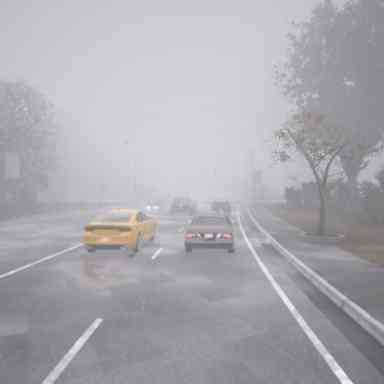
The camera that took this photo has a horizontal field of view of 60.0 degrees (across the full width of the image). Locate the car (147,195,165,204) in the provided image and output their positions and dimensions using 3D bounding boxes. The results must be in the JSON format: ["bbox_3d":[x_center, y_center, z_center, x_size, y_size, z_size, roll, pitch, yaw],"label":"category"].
[{"bbox_3d":[-5.399,1.196,50.299,2.128,1.511,4.902,0,0,8],"label":"car"}]

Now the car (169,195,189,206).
[{"bbox_3d":[-1.897,1.207,50.054,2.128,1.511,4.902,0,0,8],"label":"car"}]

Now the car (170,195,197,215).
[{"bbox_3d":[-0.736,1.223,32.000,2.097,1.767,4.553,0,0,7],"label":"car"}]

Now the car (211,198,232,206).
[{"bbox_3d":[2.873,1.381,32.647,1.837,1.490,4.892,0,0,7],"label":"car"}]

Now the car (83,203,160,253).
[{"bbox_3d":[-2.722,1.432,13.580,1.882,1.535,5.008,0,0,4],"label":"car"}]

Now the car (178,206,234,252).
[{"bbox_3d":[0.766,1.511,13.656,2.033,1.411,5.357,0,0,5],"label":"car"}]
